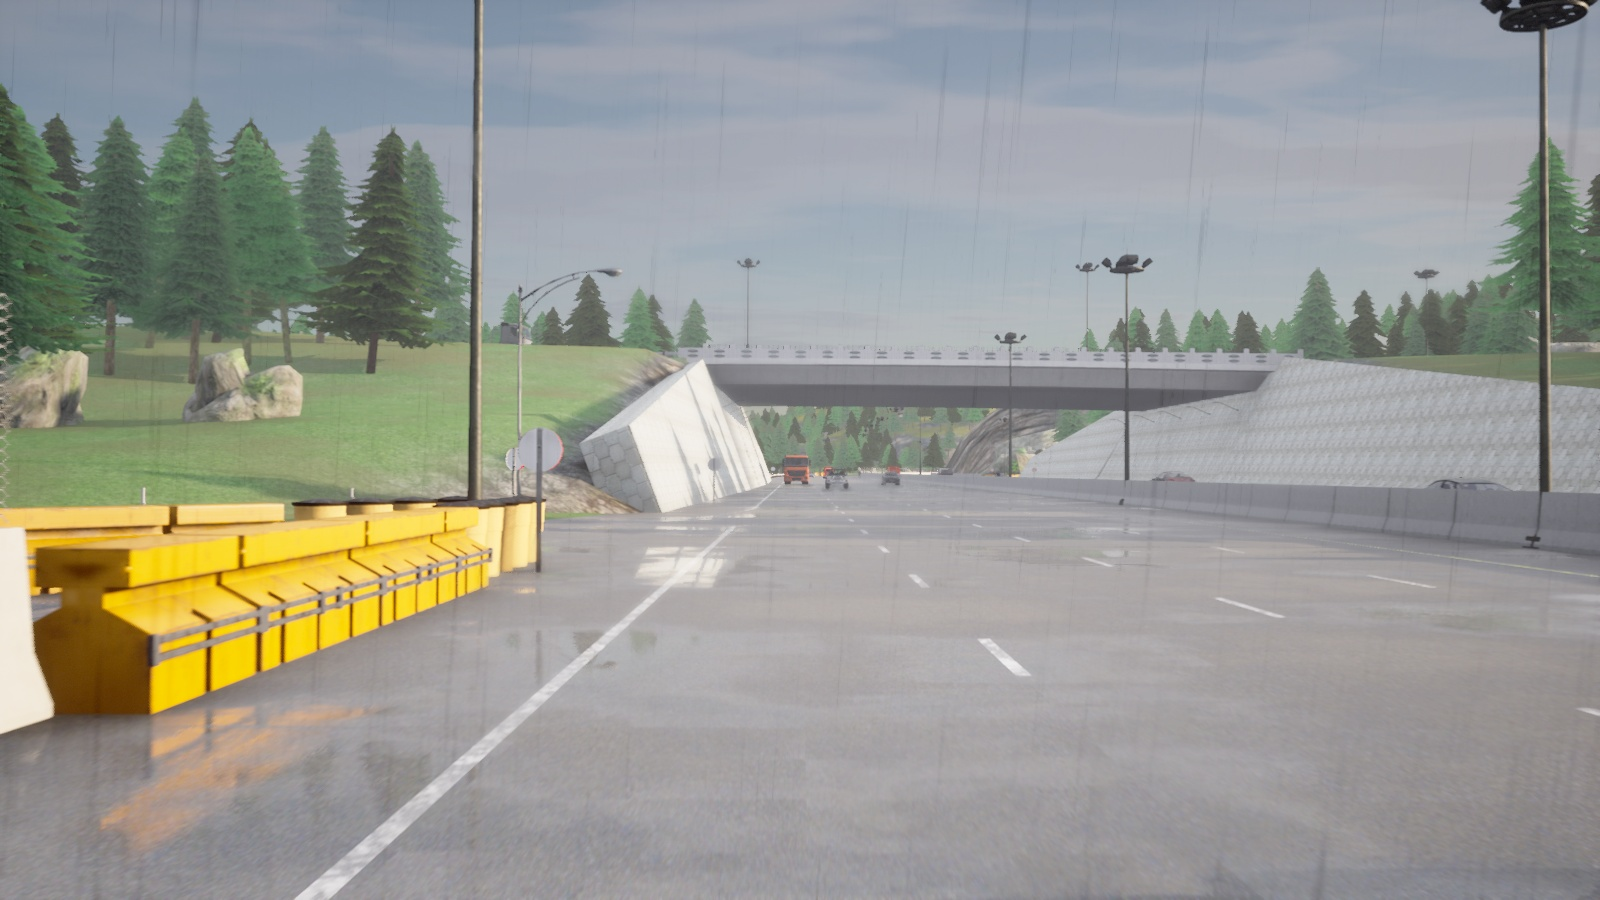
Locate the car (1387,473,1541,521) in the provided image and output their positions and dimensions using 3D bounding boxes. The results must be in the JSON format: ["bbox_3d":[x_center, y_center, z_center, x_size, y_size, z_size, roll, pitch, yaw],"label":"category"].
[{"bbox_3d":[20.904,1.446,39.866,2.033,1.411,5.357,0,-1,0],"label":"car"}]

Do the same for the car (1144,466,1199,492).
[{"bbox_3d":[24.300,1.874,82.337,2.152,1.651,5.027,0,-1,0],"label":"car"}]
